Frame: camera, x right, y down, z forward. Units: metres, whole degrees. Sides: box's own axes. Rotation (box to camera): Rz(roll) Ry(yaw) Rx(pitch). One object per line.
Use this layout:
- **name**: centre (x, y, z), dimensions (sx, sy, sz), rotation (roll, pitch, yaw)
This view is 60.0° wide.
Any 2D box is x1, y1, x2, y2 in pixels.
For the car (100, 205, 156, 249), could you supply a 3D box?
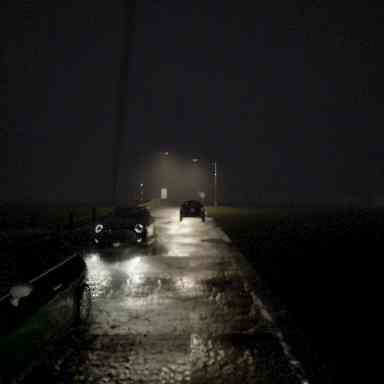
- **car**: centre (-2.855, 1.419, 14.886), dimensions (2.097, 1.767, 4.553), rotation (0, 0, 0)

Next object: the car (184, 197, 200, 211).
- **car**: centre (0.024, 1.536, 43.997), dimensions (2.097, 1.767, 4.553), rotation (0, 0, 0)

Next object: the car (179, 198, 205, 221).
- **car**: centre (0.031, 1.475, 28.320), dimensions (2.097, 1.767, 4.553), rotation (0, 0, 0)

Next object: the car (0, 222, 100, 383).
- **car**: centre (-2.853, 1.371, 4.069), dimensions (2.097, 1.767, 4.553), rotation (0, 0, 0)
